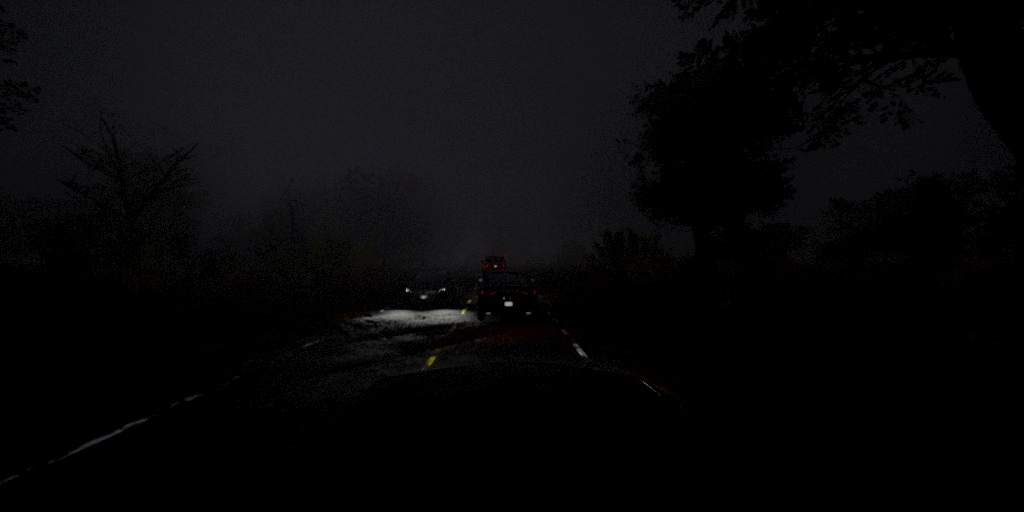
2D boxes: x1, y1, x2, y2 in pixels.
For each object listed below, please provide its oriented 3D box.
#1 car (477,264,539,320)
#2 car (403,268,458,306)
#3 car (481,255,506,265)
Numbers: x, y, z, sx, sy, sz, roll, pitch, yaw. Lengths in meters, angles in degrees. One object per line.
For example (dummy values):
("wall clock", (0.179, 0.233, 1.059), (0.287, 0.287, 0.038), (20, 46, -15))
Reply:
("car", (-0.183, 1.227, 12.764), (1.882, 1.535, 5.008), (0, 0, -2))
("car", (-3.449, 1.280, 15.859), (1.812, 1.442, 4.674), (0, 0, -3))
("car", (-1.674, 0.971, 33.238), (2.150, 2.045, 5.566), (0, 0, -6))
